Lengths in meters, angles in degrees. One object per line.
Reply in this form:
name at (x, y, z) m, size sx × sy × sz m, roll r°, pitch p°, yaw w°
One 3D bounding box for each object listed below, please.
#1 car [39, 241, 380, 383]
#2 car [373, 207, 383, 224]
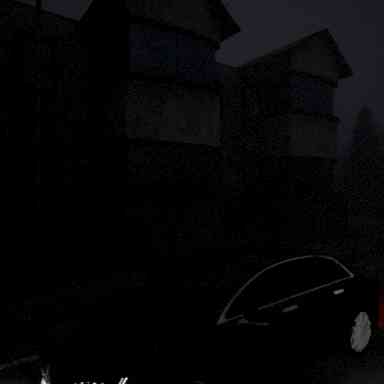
car at (0.637, 1.504, 4.433) m, size 4.892 × 1.490 × 1.837 m, roll 0°, pitch 0°, yaw -35°
car at (14.476, 1.492, 21.549) m, size 2.128 × 1.511 × 4.902 m, roll 0°, pitch 0°, yaw -35°
